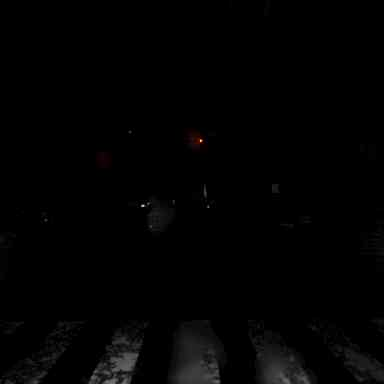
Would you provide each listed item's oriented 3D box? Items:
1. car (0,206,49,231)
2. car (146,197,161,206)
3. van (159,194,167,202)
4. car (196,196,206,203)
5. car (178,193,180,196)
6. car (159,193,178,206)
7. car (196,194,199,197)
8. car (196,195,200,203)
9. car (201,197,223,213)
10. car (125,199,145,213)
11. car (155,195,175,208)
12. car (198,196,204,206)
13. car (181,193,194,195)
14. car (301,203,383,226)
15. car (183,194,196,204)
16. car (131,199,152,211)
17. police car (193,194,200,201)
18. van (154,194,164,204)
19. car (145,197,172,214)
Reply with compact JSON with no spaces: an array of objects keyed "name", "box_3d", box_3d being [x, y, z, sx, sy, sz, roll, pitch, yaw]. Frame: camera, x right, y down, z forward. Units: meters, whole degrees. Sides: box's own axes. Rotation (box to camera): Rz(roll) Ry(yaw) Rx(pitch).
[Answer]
[{"name":"car","box_3d":[-11.577,1.647,20.779,4.902,1.511,2.128,-2,0,-1]},{"name":"car","box_3d":[-6.403,1.579,55.859,1.947,1.339,4.313,0,0,-1]},{"name":"van","box_3d":[-6.704,1.369,77.511,1.690,1.788,3.998,0,0,-1]},{"name":"car","box_3d":[1.882,1.590,73.193,1.947,1.339,4.313,0,0,-1]},{"name":"car","box_3d":[-3.790,1.509,62.442,2.128,1.511,4.902,0,0,0]},{"name":"car","box_3d":[-3.684,1.364,52.663,2.097,1.767,4.553,0,0,-1]},{"name":"car","box_3d":[2.029,1.568,62.615,2.008,1.369,4.403,0,0,-1]},{"name":"car","box_3d":[2.167,1.562,52.744,2.008,1.369,4.403,0,0,-1]},{"name":"car","box_3d":[2.393,1.556,36.412,2.008,1.369,4.403,0,0,-1]},{"name":"car","box_3d":[-6.131,1.556,36.297,2.008,1.369,4.403,0,0,-1]},{"name":"car","box_3d":[-3.563,1.485,43.513,1.882,1.535,5.008,0,0,-1]},{"name":"car","box_3d":[2.242,1.554,47.300,1.887,1.381,4.507,0,0,-1]},{"name":"car","box_3d":[-0.908,1.550,75.604,2.128,1.511,4.902,0,0,-1]},{"name":"car","box_3d":[9.429,1.396,21.002,4.718,1.301,1.895,-1,0,-1]},{"name":"car","box_3d":[-0.629,1.617,62.441,1.895,1.301,4.718,0,0,-1]},{"name":"car","box_3d":[-6.200,1.558,41.289,2.008,1.369,4.403,0,0,-1]},{"name":"police car","box_3d":[1.246,1.464,90.590,1.930,1.638,5.238,0,0,-1]},{"name":"van","box_3d":[-6.554,1.361,66.685,1.690,1.788,3.998,0,0,-1]},{"name":"car","box_3d":[-3.449,1.569,34.700,1.994,1.385,4.181,0,0,-2]}]
